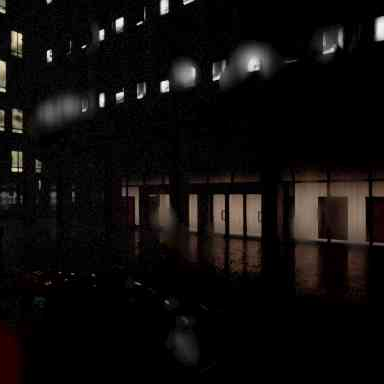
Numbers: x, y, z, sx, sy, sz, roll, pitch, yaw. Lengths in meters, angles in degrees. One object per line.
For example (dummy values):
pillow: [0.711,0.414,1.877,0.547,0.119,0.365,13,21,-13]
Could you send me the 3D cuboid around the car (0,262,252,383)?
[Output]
car: [-1.523,1.545,3.985,4.507,1.381,1.887,0,0,36]
